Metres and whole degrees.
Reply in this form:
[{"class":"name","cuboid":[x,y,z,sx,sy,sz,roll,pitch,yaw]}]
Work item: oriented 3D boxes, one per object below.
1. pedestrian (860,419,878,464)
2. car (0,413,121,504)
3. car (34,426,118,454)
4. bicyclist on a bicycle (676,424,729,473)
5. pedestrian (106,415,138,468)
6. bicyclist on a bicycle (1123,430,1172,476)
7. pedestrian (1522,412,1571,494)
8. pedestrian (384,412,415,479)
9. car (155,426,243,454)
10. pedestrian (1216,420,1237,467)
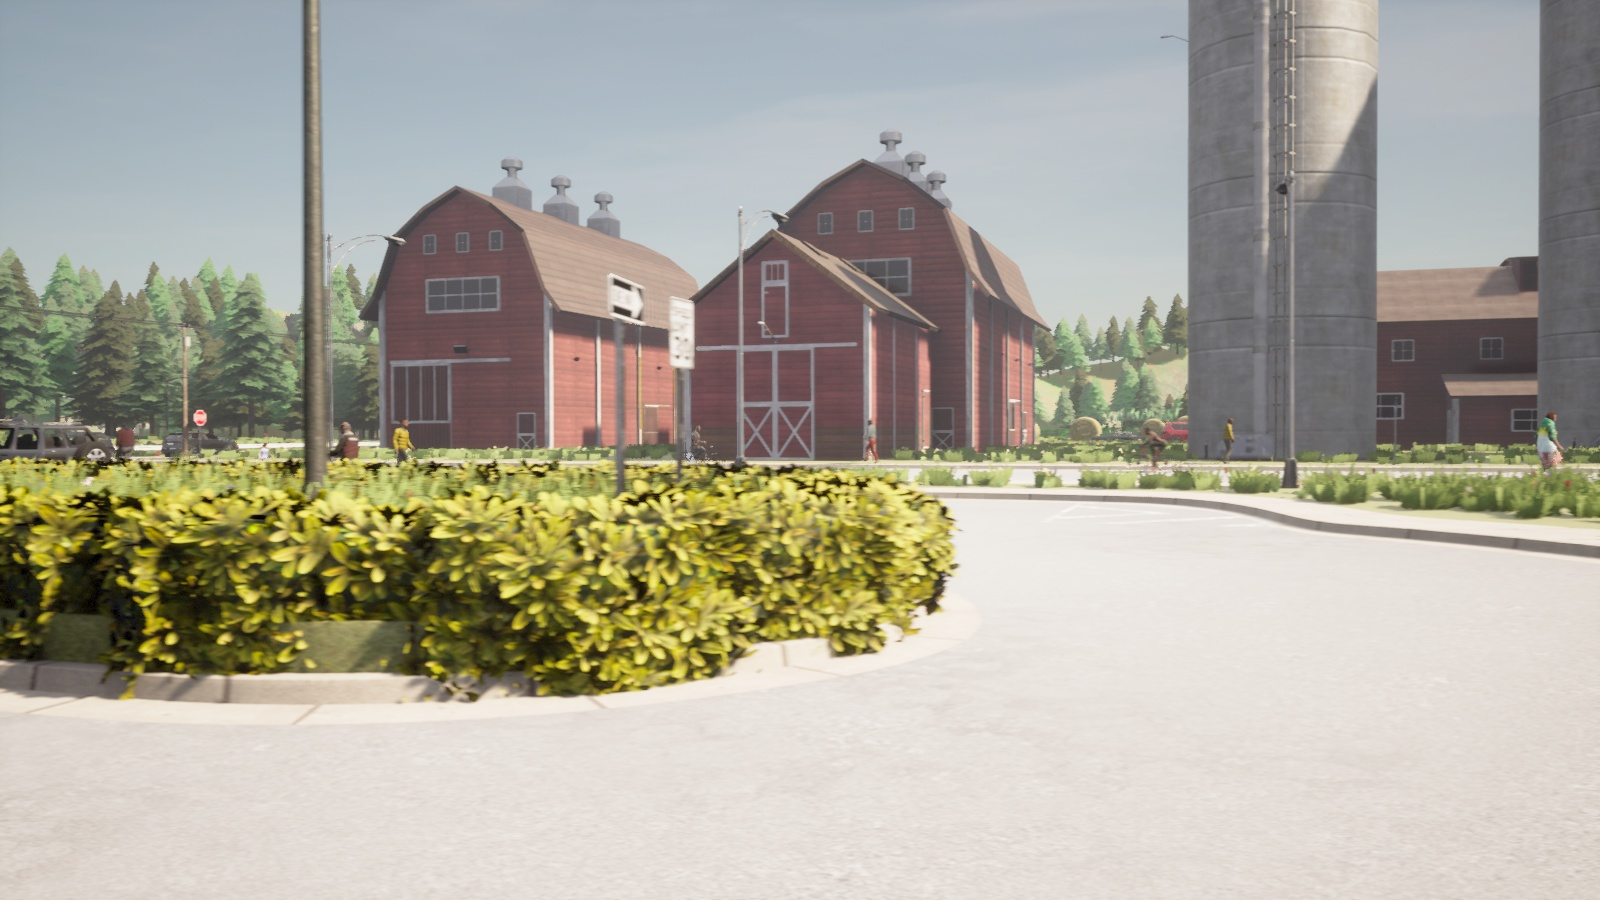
[{"class":"pedestrian","cuboid":[2.843,-0.336,51.744,0.614,1.847,0.353,1,1,31]},{"class":"car","cuboid":[-17.332,0.142,27.243,4.605,1.855,1.932,1,1,19]},{"class":"car","cuboid":[-41.951,-0.600,72.862,1.851,1.617,3.988,1,1,19]},{"class":"bicyclist on a bicycle","cuboid":[-3.589,-0.058,46.321,1.843,1.776,0.659,0,1,18]},{"class":"pedestrian","cuboid":[-23.854,-0.315,44.176,0.899,1.844,0.634,1,1,32]},{"class":"bicyclist on a bicycle","cuboid":[12.408,0.108,44.837,1.656,1.620,0.582,0,1,18]},{"class":"pedestrian","cuboid":[18.159,0.060,30.575,0.873,1.952,0.659,0,1,17]},{"class":"pedestrian","cuboid":[-11.104,-0.118,34.858,0.709,1.840,0.431,0,1,2]},{"class":"car","cuboid":[-36.834,-0.616,77.064,2.033,1.649,4.856,1,1,19]},{"class":"pedestrian","cuboid":[16.700,-0.248,49.184,0.726,1.835,0.370,0,1,6]}]
